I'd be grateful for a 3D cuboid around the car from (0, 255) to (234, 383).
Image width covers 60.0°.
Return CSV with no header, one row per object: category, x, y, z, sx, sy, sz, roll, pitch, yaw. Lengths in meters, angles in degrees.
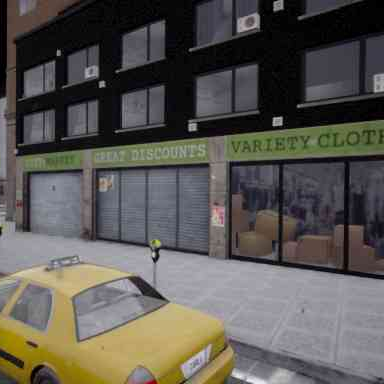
car,-1.836,1.524,4.401,4.829,1.417,1.752,0,1,36
